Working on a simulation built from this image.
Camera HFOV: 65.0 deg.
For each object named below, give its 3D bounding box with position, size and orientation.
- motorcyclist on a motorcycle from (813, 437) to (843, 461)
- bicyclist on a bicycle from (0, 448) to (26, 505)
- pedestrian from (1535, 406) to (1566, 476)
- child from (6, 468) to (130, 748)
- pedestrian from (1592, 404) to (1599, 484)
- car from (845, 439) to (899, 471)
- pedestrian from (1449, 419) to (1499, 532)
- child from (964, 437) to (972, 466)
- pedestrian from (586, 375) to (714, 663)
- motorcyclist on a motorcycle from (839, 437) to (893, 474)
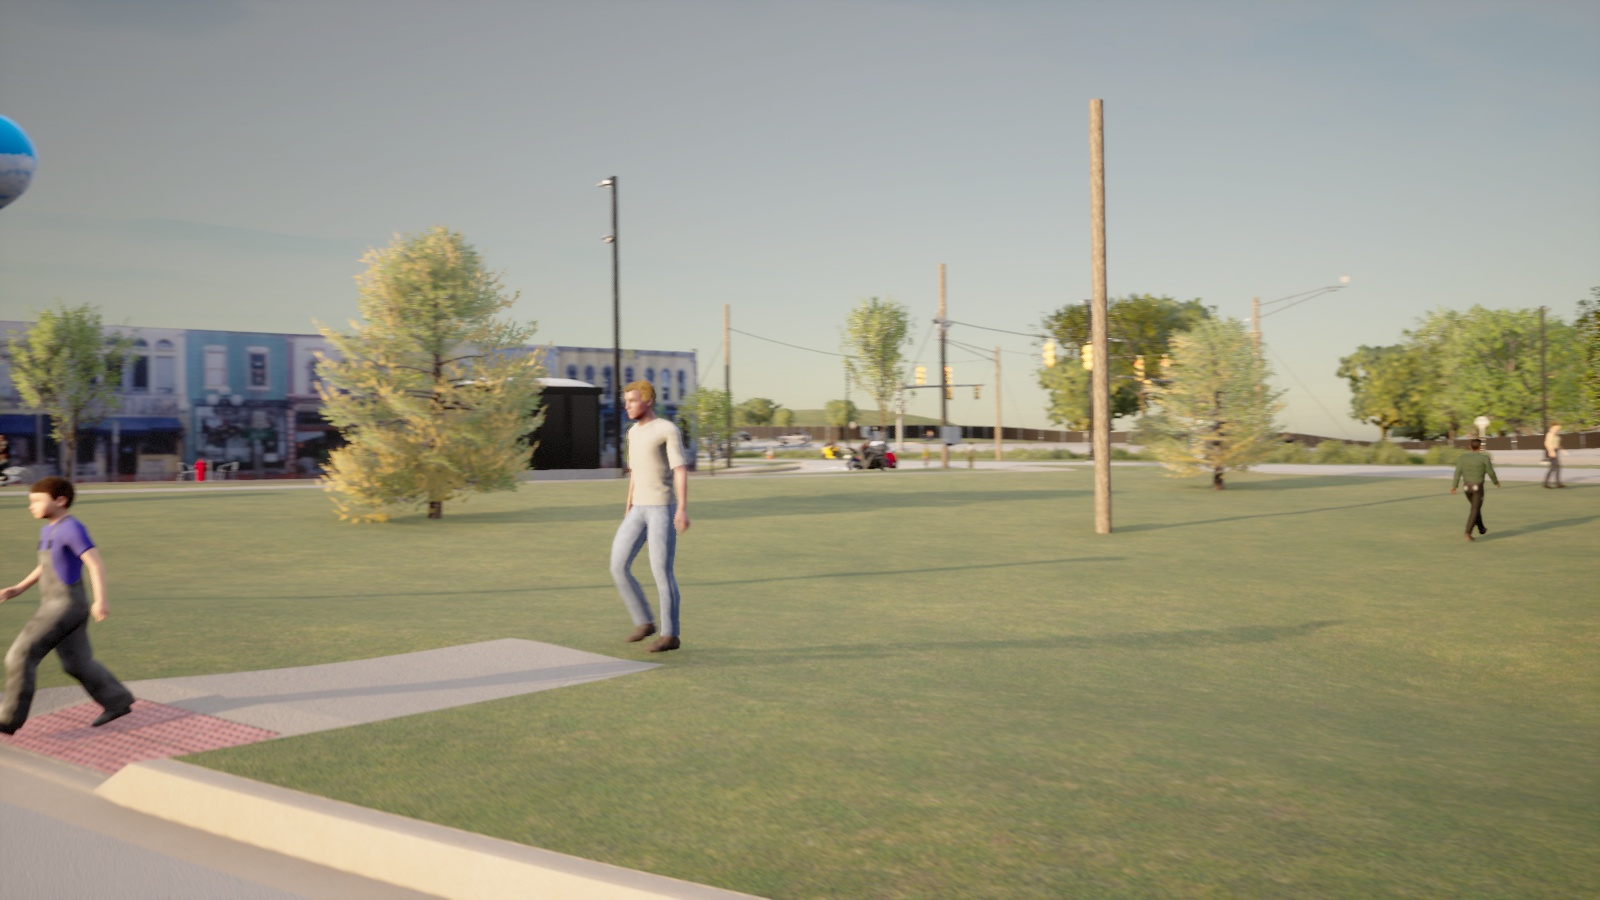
[{"bbox_3d":[1.848,-0.083,82.222,0.797,1.523,2.044,-2,0,-38],"label":"motorcyclist on a motorcycle"},{"bbox_3d":[-25.483,0.857,39.531,1.843,1.776,0.659,-1,-1,-33],"label":"bicyclist on a bicycle"},{"bbox_3d":[20.226,-0.239,33.834,0.594,1.836,0.345,-2,0,42],"label":"pedestrian"},{"bbox_3d":[-3.471,0.725,5.957,0.437,1.263,0.270,-2,0,-39],"label":"child"},{"bbox_3d":[19.502,-0.159,30.130,0.396,1.930,0.692,-2,0,-15],"label":"pedestrian"},{"bbox_3d":[3.369,0.228,58.485,1.481,1.376,2.207,-3,0,35],"label":"car"},{"bbox_3d":[11.877,0.447,22.133,0.788,1.949,0.423,-2,0,-37],"label":"pedestrian"},{"bbox_3d":[7.428,0.071,55.546,0.270,1.263,0.437,-2,0,13],"label":"child"},{"bbox_3d":[-0.996,0.434,8.372,0.706,1.836,0.354,-2,0,-41],"label":"pedestrian"},{"bbox_3d":[2.952,0.237,56.257,2.191,1.530,0.866,-3,0,-26],"label":"motorcyclist on a motorcycle"}]
